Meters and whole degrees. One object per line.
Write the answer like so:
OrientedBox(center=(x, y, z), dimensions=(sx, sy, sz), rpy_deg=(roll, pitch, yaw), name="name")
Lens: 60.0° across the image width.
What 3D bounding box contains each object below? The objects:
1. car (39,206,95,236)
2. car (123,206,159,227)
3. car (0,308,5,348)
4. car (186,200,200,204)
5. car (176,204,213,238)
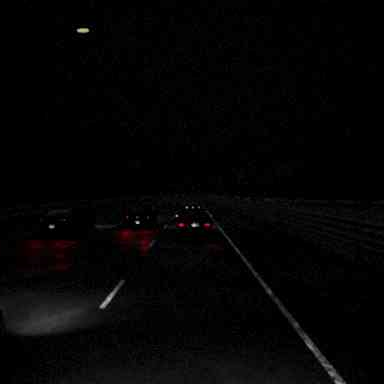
OrientedBox(center=(-6.903, 1.535, 18.666), dimensions=(1.812, 1.442, 4.674), rpy_deg=(1, 0, 0), name="car")
OrientedBox(center=(-3.404, 1.623, 23.081), dimensions=(1.895, 1.301, 4.718), rpy_deg=(0, 0, 0), name="car")
OrientedBox(center=(-3.400, 1.506, 2.463), dimensions=(1.837, 1.490, 4.892), rpy_deg=(0, 0, 0), name="car")
OrientedBox(center=(0.095, 1.592, 35.418), dimensions=(2.033, 1.411, 5.357), rpy_deg=(0, 0, 0), name="car")
OrientedBox(center=(0.097, 1.562, 17.630), dimensions=(2.033, 1.411, 5.357), rpy_deg=(0, 0, 0), name="car")
